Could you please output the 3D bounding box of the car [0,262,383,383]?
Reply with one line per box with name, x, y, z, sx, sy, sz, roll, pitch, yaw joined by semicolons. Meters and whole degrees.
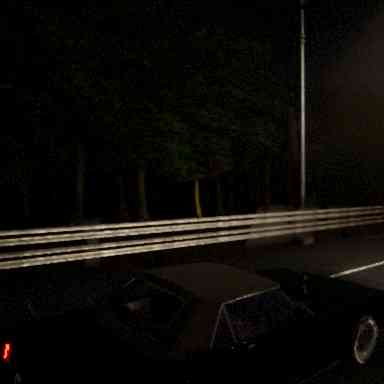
car;0.441;1.582;4.067;4.718;1.301;1.895;-1;0;-36
